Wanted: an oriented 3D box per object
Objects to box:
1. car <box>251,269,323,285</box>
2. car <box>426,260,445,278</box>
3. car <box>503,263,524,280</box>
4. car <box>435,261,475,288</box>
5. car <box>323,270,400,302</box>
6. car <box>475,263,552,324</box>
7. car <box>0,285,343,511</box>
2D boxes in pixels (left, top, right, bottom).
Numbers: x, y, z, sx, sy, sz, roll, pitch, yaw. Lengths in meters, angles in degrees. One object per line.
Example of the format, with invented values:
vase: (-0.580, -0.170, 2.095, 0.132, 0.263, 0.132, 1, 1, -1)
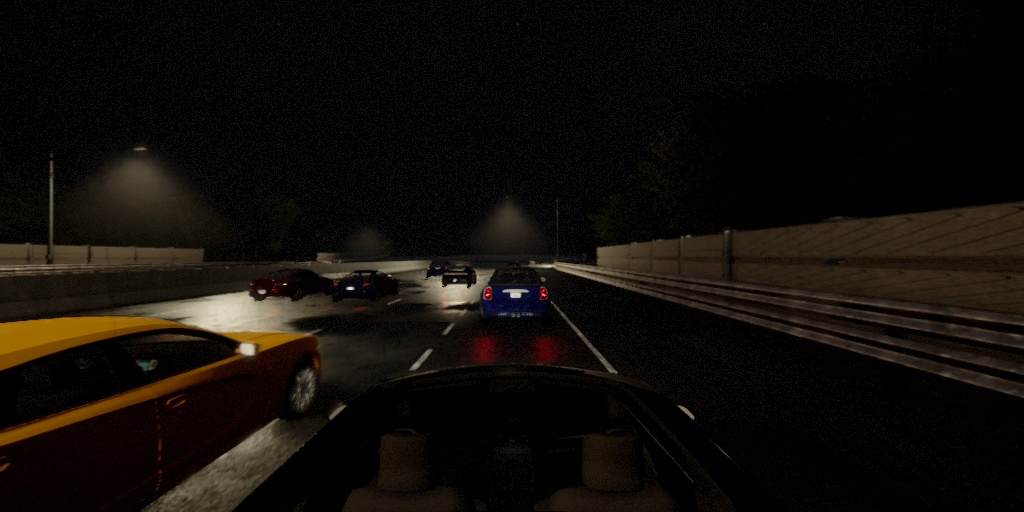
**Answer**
car: (-10.379, 1.321, 17.215, 1.812, 1.442, 4.674, 0, 0, 0)
car: (-6.884, 1.207, 35.055, 2.097, 1.767, 4.553, 0, 0, 0)
car: (0.126, 1.375, 33.558, 1.812, 1.442, 4.674, 0, 0, 0)
car: (-3.489, 1.311, 24.406, 2.128, 1.511, 4.902, 0, 0, 0)
car: (-6.892, 1.360, 17.296, 1.994, 1.385, 4.181, 0, 0, 0)
car: (0.105, 1.130, 12.201, 2.097, 1.767, 4.553, 0, 0, 0)
car: (-3.500, 1.229, 2.830, 1.882, 1.535, 5.008, 0, 0, 0)
